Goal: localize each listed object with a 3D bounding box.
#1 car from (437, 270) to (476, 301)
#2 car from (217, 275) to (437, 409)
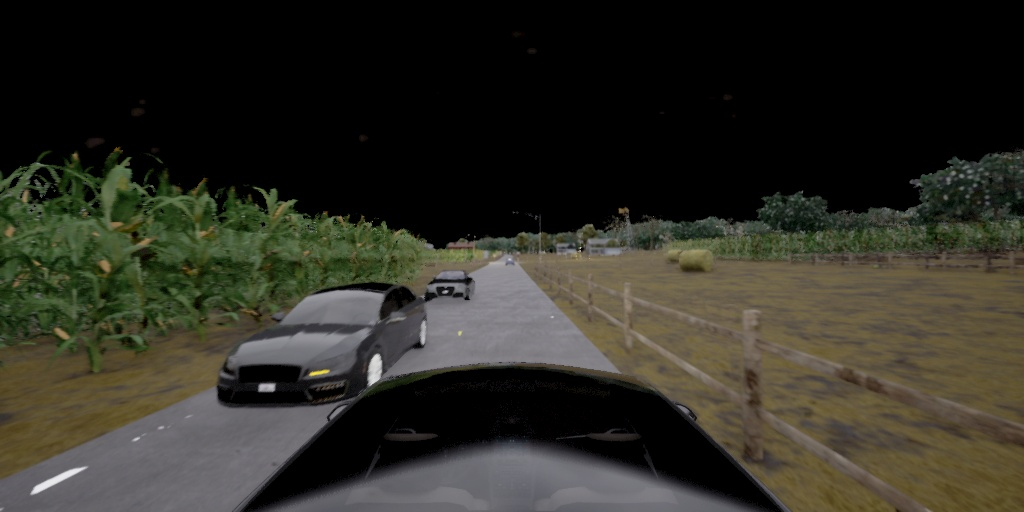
[{"bbox_3d":[-2.913,1.384,17.669,1.994,1.385,4.181,0,0,0],"label":"car"},{"bbox_3d":[-2.861,1.291,6.597,1.837,1.490,4.892,0,0,0],"label":"car"}]
